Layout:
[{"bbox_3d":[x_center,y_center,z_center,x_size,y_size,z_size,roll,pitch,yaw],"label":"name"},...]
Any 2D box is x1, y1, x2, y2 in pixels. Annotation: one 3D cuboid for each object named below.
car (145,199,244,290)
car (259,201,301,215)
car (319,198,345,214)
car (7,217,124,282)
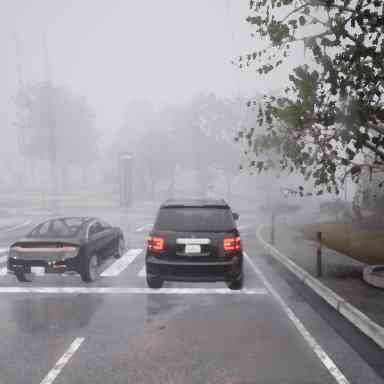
[{"bbox_3d":[0.147,1.198,9.232,2.150,2.045,5.566,0,0,3],"label":"car"},{"bbox_3d":[9.088,1.539,34.019,4.718,1.301,1.895,-1,2,-39],"label":"car"},{"bbox_3d":[15.288,1.387,35.546,1.882,1.535,5.008,2,3,42],"label":"car"},{"bbox_3d":[-3.296,1.466,9.647,2.128,1.511,4.902,0,0,1],"label":"car"}]
